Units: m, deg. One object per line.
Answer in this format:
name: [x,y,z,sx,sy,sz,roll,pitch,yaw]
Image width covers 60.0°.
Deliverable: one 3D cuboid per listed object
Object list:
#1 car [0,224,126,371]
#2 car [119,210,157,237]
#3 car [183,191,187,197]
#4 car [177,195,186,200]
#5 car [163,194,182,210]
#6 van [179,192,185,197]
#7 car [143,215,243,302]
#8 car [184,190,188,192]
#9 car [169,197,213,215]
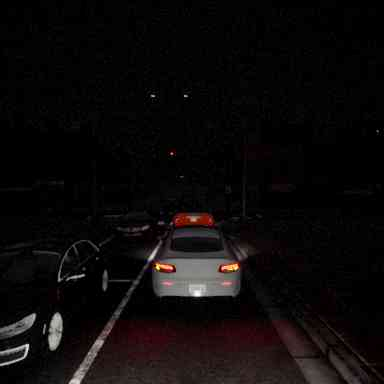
car: [-2.666,1.547,5.830,2.008,1.369,4.403,-2,0,0]
car: [-2.680,1.580,16.724,1.802,1.307,4.206,-2,0,0]
car: [-2.756,1.298,71.201,2.192,1.841,5.009,-1,0,0]
car: [-2.768,1.417,87.822,2.008,1.369,4.403,-1,0,0]
car: [-2.721,1.478,43.502,1.967,1.590,4.097,-2,0,0]
van: [-2.748,1.351,65.658,1.690,1.788,3.998,-1,0,0]
car: [0.090,1.522,8.123,1.812,1.442,4.674,0,0,0]
car: [-2.777,1.119,93.371,2.192,1.841,5.009,-1,1,0]
car: [0.076,1.351,18.086,2.097,1.767,4.553,0,0,0]
